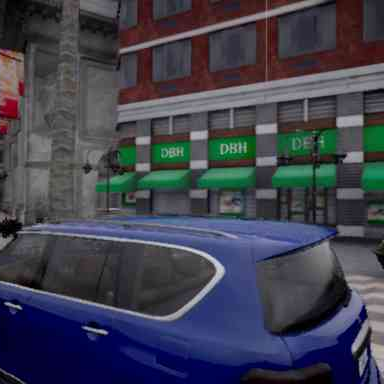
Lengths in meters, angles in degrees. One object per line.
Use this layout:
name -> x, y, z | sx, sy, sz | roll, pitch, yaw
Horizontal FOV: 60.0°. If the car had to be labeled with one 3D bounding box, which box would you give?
car -> -0.983, 1.289, 3.904 | 5.566, 2.045, 2.150 | -1, -1, 35
